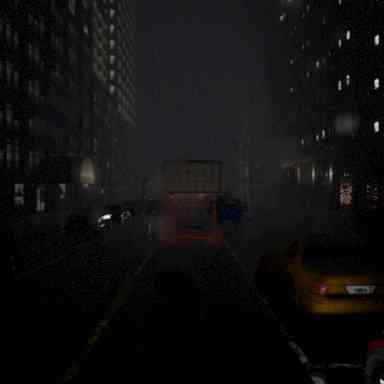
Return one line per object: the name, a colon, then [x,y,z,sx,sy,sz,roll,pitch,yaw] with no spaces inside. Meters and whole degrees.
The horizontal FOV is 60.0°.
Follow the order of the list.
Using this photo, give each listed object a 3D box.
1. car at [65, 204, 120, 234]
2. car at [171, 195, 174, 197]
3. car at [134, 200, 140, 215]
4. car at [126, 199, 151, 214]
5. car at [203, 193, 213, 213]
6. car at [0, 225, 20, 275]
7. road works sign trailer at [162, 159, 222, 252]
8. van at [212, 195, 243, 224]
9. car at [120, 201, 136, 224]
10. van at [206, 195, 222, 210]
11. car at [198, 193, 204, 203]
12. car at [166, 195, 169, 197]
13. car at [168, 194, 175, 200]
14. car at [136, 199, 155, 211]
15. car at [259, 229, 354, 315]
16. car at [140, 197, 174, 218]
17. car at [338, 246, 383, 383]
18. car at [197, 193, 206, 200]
car: [-5.702,1.528,18.787,2.008,1.369,4.403,-1,0,0]
car: [-5.714,1.488,75.623,1.802,1.307,4.206,-1,0,0]
car: [-5.704,1.508,30.154,1.887,1.381,4.507,-1,0,0]
car: [-5.706,1.507,35.838,2.008,1.369,4.403,-1,0,0]
car: [2.673,1.271,35.839,2.192,1.841,5.009,-1,0,0]
car: [-5.700,1.431,7.420,1.967,1.590,4.097,-1,0,0]
road works sign trailer: [0.017,0.447,13.843,2.380,3.560,2.880,0,0,0]
van: [2.676,1.311,24.472,1.690,1.788,3.998,-1,0,0]
car: [-5.703,1.536,24.471,1.947,1.339,4.313,-1,0,0]
van: [2.672,1.290,41.523,1.690,1.788,3.998,-1,0,0]
car: [2.669,1.471,64.258,2.008,1.369,4.403,-1,0,0]
car: [-5.711,1.471,64.256,2.008,1.369,4.403,-1,0,0]
car: [-5.717,1.409,92.505,1.752,1.417,4.829,-1,0,0]
car: [-5.706,1.531,41.522,1.802,1.307,4.206,-1,0,0]
car: [2.681,1.516,7.591,1.752,1.417,4.829,-1,0,0]
car: [-3.105,1.454,30.307,2.128,1.511,4.902,0,0,0]
car: [2.681,1.438,1.738,1.967,1.590,4.097,-1,0,0]
car: [2.661,1.198,92.676,2.192,1.841,5.009,-1,0,0]
